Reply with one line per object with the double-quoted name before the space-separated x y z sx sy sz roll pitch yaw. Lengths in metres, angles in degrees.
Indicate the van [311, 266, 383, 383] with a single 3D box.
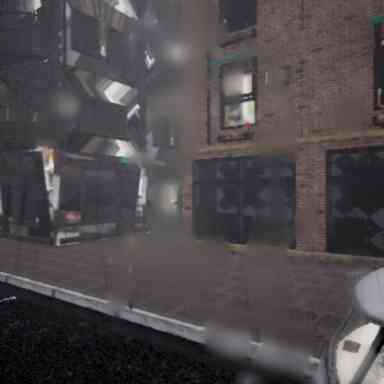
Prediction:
"van" 2.438 1.329 1.163 3.998 1.788 1.690 0 0 35
